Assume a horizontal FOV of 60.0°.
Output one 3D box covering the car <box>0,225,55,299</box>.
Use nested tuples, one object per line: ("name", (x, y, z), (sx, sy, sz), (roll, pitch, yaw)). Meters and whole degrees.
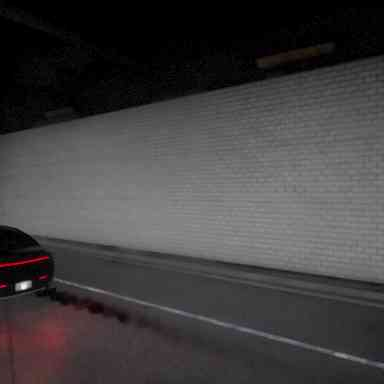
("car", (-5.128, 1.506, 7.647), (4.892, 1.490, 1.837), (0, 0, 35))
